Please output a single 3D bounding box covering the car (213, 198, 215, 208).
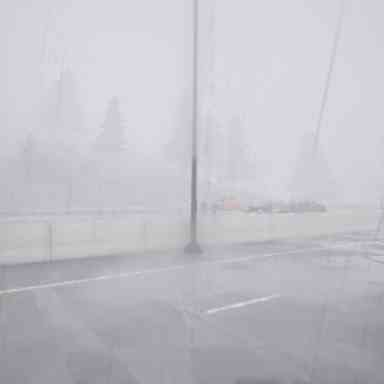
[{"bbox_3d":[3.103,1.154,34.765,4.553,1.767,2.097,1,0,-30],"label":"car"}]
